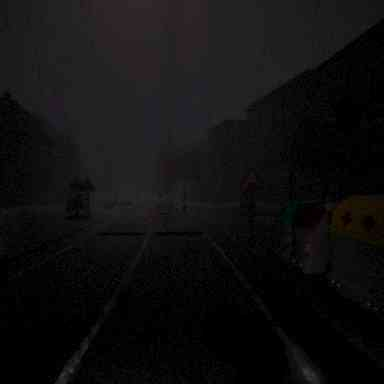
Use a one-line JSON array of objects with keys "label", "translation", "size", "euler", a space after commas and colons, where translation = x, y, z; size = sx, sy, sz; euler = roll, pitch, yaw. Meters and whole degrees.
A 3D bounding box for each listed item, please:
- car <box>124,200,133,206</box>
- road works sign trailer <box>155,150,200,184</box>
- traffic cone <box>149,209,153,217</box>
[{"label": "car", "translation": [-14.419, 2.496, 75.423], "size": [1.895, 1.301, 4.718], "euler": [0, 0, -12]}, {"label": "road works sign trailer", "translation": [-1.064, -2.152, 27.552], "size": [3.560, 2.380, 2.880], "euler": [-8, 14, -25]}, {"label": "traffic cone", "translation": [-3.851, 2.036, 31.569], "size": [0.340, 0.580, 0.340], "euler": [0, -1, -9]}]
